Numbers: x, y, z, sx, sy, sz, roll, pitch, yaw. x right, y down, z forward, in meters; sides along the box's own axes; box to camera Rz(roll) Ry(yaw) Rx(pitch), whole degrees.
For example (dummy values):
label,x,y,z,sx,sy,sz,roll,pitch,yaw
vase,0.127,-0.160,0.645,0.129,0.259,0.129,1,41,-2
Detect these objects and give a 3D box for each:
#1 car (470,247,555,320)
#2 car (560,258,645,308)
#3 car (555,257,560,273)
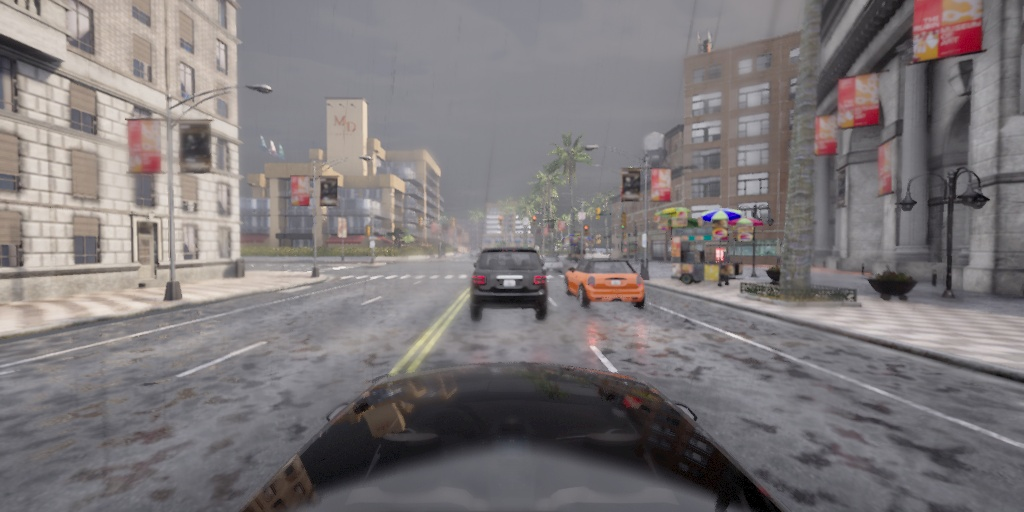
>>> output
label,x,y,z,sx,sy,sz,roll,pitch,yaw
car,-0.109,0.748,11.696,2.150,2.045,5.566,0,1,-1
car,3.357,0.835,13.814,2.097,1.767,4.553,0,1,-1
car,3.045,0.724,30.211,1.895,1.301,4.718,0,1,-1
